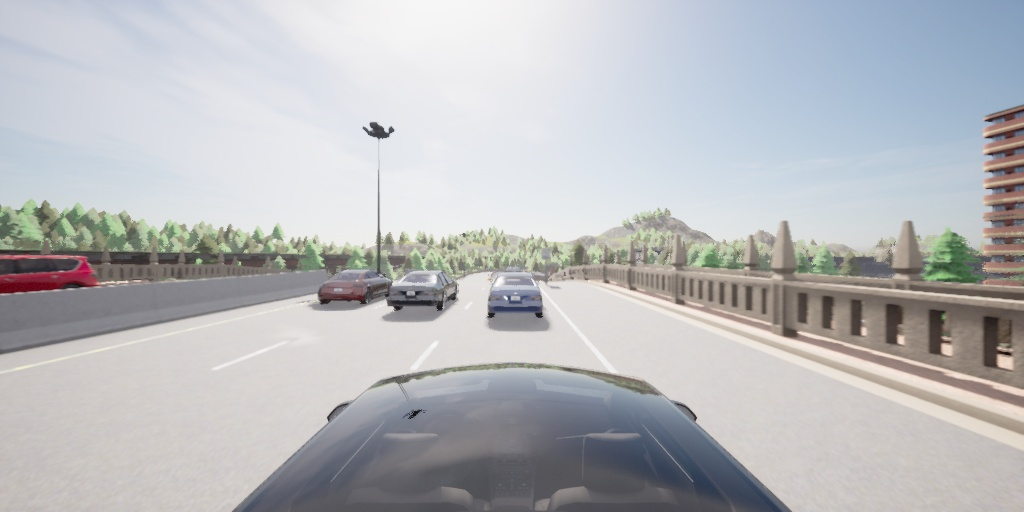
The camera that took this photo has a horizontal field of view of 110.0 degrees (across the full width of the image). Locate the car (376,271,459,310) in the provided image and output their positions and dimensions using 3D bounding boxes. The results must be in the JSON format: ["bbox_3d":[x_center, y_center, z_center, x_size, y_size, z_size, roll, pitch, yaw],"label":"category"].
[{"bbox_3d":[-3.399,1.298,14.555,2.033,1.411,5.357,0,0,0],"label":"car"}]

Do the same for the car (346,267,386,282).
[{"bbox_3d":[-14.052,1.830,34.811,1.895,1.301,4.718,0,-4,1],"label":"car"}]

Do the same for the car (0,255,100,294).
[{"bbox_3d":[-17.596,0.972,11.965,2.150,2.045,5.566,0,0,0],"label":"car"}]

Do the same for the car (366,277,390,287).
[{"bbox_3d":[-20.988,4.088,56.409,1.895,1.301,4.718,0,-7,0],"label":"car"}]

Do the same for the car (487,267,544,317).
[{"bbox_3d":[0.101,1.298,13.144,2.033,1.411,5.357,0,0,0],"label":"car"}]

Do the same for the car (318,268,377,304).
[{"bbox_3d":[-6.898,1.315,16.248,1.994,1.385,4.181,0,0,0],"label":"car"}]
